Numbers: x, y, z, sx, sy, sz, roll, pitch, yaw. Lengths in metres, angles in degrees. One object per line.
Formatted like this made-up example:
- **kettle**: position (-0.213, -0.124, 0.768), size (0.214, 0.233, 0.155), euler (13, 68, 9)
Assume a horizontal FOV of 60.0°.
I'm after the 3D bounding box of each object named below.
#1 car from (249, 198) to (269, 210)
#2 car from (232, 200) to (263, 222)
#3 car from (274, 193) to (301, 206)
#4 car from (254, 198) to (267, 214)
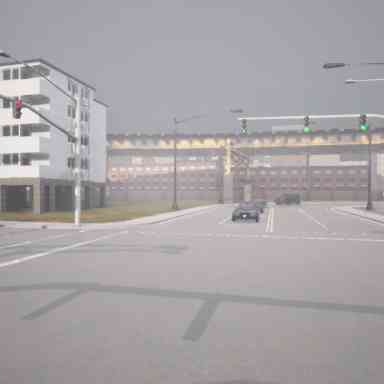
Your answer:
- **car**: position (9.403, 1.581, 46.319), size (2.033, 1.411, 5.357), euler (0, 0, 18)
- **car**: position (4.368, 1.592, 26.549), size (1.994, 1.385, 4.181), euler (0, 0, 14)
- **car**: position (16.611, 1.272, 57.627), size (5.566, 2.045, 2.150), euler (1, 0, -40)
- **car**: position (6.803, 1.594, 36.251), size (1.994, 1.385, 4.181), euler (0, 0, 14)
